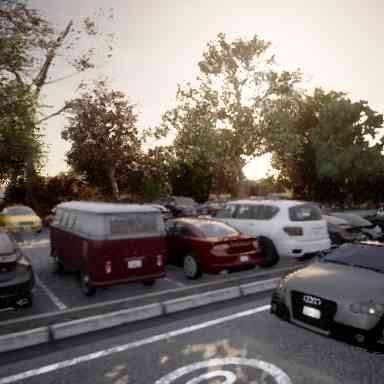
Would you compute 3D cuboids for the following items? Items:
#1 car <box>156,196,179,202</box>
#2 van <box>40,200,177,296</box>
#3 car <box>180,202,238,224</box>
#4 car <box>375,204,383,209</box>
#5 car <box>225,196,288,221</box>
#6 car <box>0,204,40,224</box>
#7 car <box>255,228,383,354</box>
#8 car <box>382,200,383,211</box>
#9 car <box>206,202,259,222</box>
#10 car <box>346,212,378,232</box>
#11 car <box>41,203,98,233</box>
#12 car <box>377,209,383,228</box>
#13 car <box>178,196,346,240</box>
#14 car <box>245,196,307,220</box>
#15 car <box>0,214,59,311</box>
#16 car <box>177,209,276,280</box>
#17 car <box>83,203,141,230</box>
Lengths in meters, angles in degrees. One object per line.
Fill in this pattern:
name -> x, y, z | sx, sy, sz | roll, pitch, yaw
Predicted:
car -> -0.992, 1.346, 25.763 | 2.435, 2.045, 5.566 | 1, 0, -36
van -> -2.467, 1.267, 8.821 | 1.878, 1.987, 4.442 | 1, 0, -36
car -> 1.261, 1.627, 27.399 | 2.097, 1.535, 5.008 | 1, 0, -36
car -> 11.293, 1.660, 18.490 | 2.097, 1.535, 5.008 | 1, -1, -36
car -> 5.810, 1.440, 30.615 | 2.435, 2.045, 5.566 | 1, -1, -35
car -> -9.971, 1.489, 19.165 | 1.946, 1.575, 5.366 | 1, 0, -35
car -> 3.401, 1.620, 6.100 | 4.181, 1.385, 1.994 | 1, 0, -35
car -> 30.856, 2.071, 48.294 | 1.946, 1.575, 5.366 | 1, -1, -36
car -> 3.425, 1.697, 28.946 | 2.002, 1.452, 4.674 | 1, 0, -36
car -> 4.451, 1.572, 13.608 | 2.231, 1.521, 4.892 | 1, 0, -35
car -> -7.807, 1.517, 20.929 | 2.097, 1.535, 5.008 | 1, 0, -36
car -> 6.742, 1.629, 15.213 | 2.163, 1.488, 4.792 | 1, 0, -36
car -> 2.149, 1.294, 12.006 | 2.435, 2.045, 5.566 | 1, 0, -36
car -> 7.976, 1.473, 32.162 | 2.435, 2.045, 5.566 | 1, -1, -36
car -> -4.680, 1.468, 7.093 | 2.231, 1.521, 4.892 | 1, 0, -35
car -> -0.116, 1.519, 10.349 | 2.097, 1.535, 5.008 | 1, 0, -36
car -> -5.526, 1.573, 22.527 | 2.163, 1.488, 4.792 | 1, 0, -35
